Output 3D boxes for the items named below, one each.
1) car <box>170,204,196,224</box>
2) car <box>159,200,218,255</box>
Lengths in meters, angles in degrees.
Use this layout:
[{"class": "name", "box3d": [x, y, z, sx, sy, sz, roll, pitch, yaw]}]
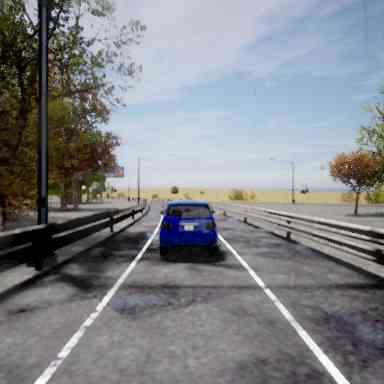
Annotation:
[{"class": "car", "box3d": [-0.867, 1.821, 29.109, 2.033, 1.411, 5.357, 0, -1, -4]}, {"class": "car", "box3d": [-0.180, 1.349, 14.097, 2.150, 2.045, 5.566, 0, 0, -2]}]
